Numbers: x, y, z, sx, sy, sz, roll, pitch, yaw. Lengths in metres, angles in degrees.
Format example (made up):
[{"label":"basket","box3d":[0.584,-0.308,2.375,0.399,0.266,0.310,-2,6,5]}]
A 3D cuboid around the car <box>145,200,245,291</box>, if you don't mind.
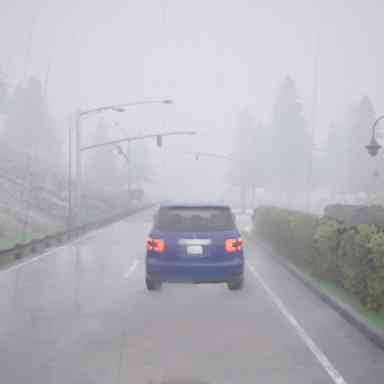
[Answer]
[{"label":"car","box3d":[0.074,1.214,9.143,2.150,2.045,5.566,0,0,0]}]
